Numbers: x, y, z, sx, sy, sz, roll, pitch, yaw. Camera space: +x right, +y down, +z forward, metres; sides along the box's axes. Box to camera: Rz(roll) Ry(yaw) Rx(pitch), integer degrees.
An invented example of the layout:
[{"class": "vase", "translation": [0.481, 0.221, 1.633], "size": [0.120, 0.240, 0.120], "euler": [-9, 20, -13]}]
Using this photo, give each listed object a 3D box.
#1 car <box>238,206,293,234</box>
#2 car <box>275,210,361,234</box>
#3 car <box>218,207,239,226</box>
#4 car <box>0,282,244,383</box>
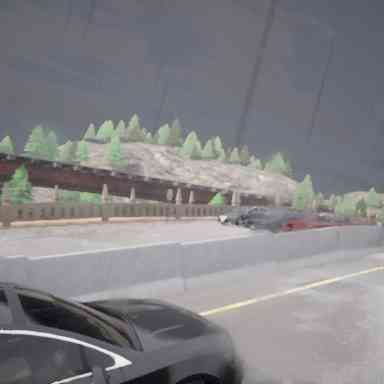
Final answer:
[{"class": "car", "translation": [5.721, 1.770, 20.972], "size": [5.357, 1.411, 2.033], "euler": [3, -1, -35]}, {"class": "car", "translation": [6.822, 1.784, 17.458], "size": [4.718, 1.301, 1.895], "euler": [2, -1, -35]}, {"class": "car", "translation": [4.090, 1.733, 24.107], "size": [4.902, 1.511, 2.128], "euler": [3, -2, -35]}, {"class": "car", "translation": [-1.745, 1.506, 2.502], "size": [4.892, 1.490, 1.837], "euler": [0, 0, -36]}]
